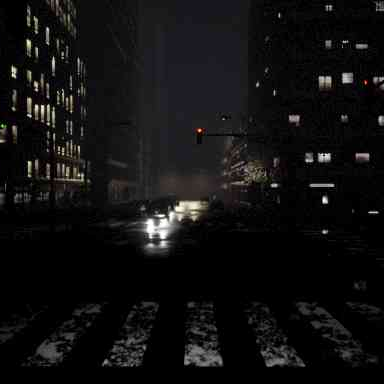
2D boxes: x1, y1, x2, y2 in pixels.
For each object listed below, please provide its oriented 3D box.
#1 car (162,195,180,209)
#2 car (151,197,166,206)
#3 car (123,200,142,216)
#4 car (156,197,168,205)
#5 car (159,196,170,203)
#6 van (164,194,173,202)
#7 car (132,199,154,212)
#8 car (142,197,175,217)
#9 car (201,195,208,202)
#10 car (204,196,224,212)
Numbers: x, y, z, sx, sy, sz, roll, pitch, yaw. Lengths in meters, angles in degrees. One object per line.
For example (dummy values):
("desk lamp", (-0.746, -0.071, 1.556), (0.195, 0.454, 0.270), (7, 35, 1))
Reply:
("car", (-2.999, 1.480, 40.463), (2.128, 1.511, 4.902), (0, 0, 0))
("car", (-5.571, 1.530, 55.615), (1.887, 1.381, 4.507), (-1, 0, 0))
("car", (-5.626, 1.516, 32.828), (1.752, 1.417, 4.829), (-1, 0, 0))
("car", (-5.557, 1.566, 61.270), (1.802, 1.307, 4.206), (-1, 0, 0))
("car", (-5.544, 1.528, 66.925), (1.887, 1.381, 4.507), (-1, 0, 0))
("van", (-5.520, 1.322, 78.234), (1.690, 1.788, 3.998), (-1, 0, 0))
("car", (-5.612, 1.555, 38.652), (1.947, 1.339, 4.313), (-1, 0, 0))
("car", (-3.028, 1.482, 30.978), (2.128, 1.511, 4.902), (0, 0, 0))
("car", (2.848, 1.422, 72.560), (1.967, 1.590, 4.097), (-1, 0, 0))
("car", (2.768, 1.540, 38.632), (2.008, 1.369, 4.403), (-1, 0, 0))
